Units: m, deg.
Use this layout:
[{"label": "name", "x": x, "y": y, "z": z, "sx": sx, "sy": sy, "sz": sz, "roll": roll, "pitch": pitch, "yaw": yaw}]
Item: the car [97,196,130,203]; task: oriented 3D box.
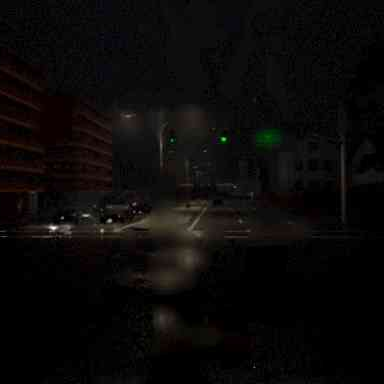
[{"label": "car", "x": -8.857, "y": 1.449, "z": 36.161, "sx": 2.150, "sy": 2.045, "sz": 5.566, "roll": -1, "pitch": 0, "yaw": 4}]

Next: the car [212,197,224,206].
[{"label": "car", "x": 4.563, "y": 1.682, "z": 59.136, "sx": 1.837, "sy": 1.490, "sz": 4.892, "roll": -1, "pitch": 0, "yaw": 4}]

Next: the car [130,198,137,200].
[{"label": "car", "x": -8.137, "y": 1.611, "z": 45.836, "sx": 2.097, "sy": 1.767, "sz": 4.553, "roll": -1, "pitch": 0, "yaw": 4}]

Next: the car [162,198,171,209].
[{"label": "car", "x": -4.356, "y": 1.711, "z": 49.411, "sx": 1.882, "sy": 1.535, "sz": 5.008, "roll": -1, "pitch": 0, "yaw": 4}]

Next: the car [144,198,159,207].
[{"label": "car", "x": -7.132, "y": 1.823, "z": 58.802, "sx": 1.812, "sy": 1.442, "sz": 4.674, "roll": -1, "pitch": 0, "yaw": 5}]

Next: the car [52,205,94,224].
[{"label": "car", "x": -9.539, "y": 1.765, "z": 26.834, "sx": 1.994, "sy": 1.385, "sz": 4.181, "roll": -1, "pitch": 0, "yaw": 4}]

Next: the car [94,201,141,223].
[{"label": "car", "x": -6.014, "y": 1.715, "z": 27.504, "sx": 2.033, "sy": 1.411, "sz": 5.357, "roll": -1, "pitch": 0, "yaw": 3}]

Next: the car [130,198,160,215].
[{"label": "car", "x": -5.239, "y": 1.745, "z": 37.548, "sx": 2.033, "sy": 1.411, "sz": 5.357, "roll": -1, "pitch": 0, "yaw": 4}]

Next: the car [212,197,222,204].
[{"label": "car", "x": 5.206, "y": 1.732, "z": 69.201, "sx": 2.128, "sy": 1.511, "sz": 4.902, "roll": -1, "pitch": 0, "yaw": 4}]
